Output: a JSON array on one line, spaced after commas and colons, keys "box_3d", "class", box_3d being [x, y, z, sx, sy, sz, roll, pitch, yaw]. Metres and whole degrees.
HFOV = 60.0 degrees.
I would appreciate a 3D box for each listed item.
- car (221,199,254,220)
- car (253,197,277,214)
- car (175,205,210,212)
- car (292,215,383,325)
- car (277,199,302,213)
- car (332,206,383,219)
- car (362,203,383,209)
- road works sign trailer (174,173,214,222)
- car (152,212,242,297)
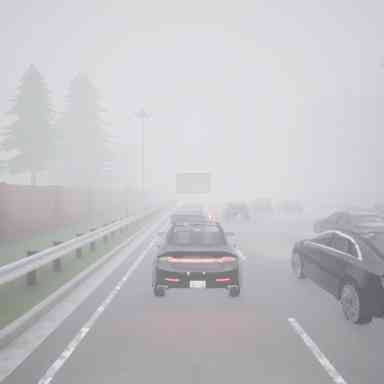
[{"box_3d": [3.617, 1.506, 27.721, 1.837, 1.490, 4.892, 0, 0, 0], "class": "car"}, {"box_3d": [7.123, 1.353, 35.049, 2.097, 1.767, 4.553, 0, 0, 0], "class": "car"}, {"box_3d": [-0.024, 1.474, 19.022, 1.882, 1.535, 5.008, 0, 0, 6], "class": "car"}, {"box_3d": [3.604, 1.492, 7.070, 2.128, 1.511, 4.902, 0, 0, 0], "class": "car"}, {"box_3d": [10.623, 1.491, 36.594, 2.128, 1.511, 4.902, 0, 0, 0], "class": "car"}, {"box_3d": [7.110, 1.548, 14.668, 2.033, 1.411, 5.357, 0, 0, 0], "class": "car"}, {"box_3d": [10.613, 1.563, 20.920, 1.994, 1.385, 4.181, 0, 0, 0], "class": "car"}, {"box_3d": [0.075, 0.464, 22.939, 2.380, 3.560, 2.880, 0, 0, 0], "class": "road works sign trailer"}, {"box_3d": [0.105, 1.492, 8.572, 2.128, 1.511, 4.902, 0, 0, 0], "class": "car"}]
